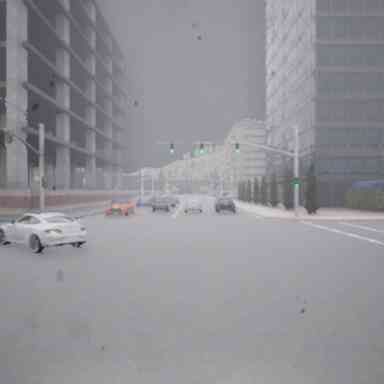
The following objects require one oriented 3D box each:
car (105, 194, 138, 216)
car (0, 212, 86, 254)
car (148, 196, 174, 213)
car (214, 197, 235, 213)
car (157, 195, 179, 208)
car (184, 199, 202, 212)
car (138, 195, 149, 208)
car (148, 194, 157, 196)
[{"bbox_3d":[-7.031,1.384,32.761,2.097,1.767,4.553,0,0,0],"label":"car"},{"bbox_3d":[-6.182,1.542,13.637,4.674,1.442,1.812,0,-1,39],"label":"car"},{"bbox_3d":[-3.508,1.539,38.413,1.837,1.490,4.892,0,0,0],"label":"car"},{"bbox_3d":[3.668,1.380,37.925,2.097,1.767,4.553,0,0,0],"label":"car"},{"bbox_3d":[-3.475,1.395,48.419,2.097,1.767,4.553,0,0,1],"label":"car"},{"bbox_3d":[0.169,1.557,38.737,1.812,1.442,4.674,0,0,0],"label":"car"},{"bbox_3d":[-6.980,1.570,48.178,1.812,1.442,4.674,0,0,0],"label":"car"},{"bbox_3d":[-6.893,1.413,64.839,2.097,1.767,4.553,0,0,0],"label":"car"}]
